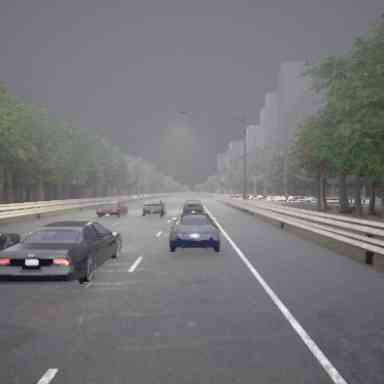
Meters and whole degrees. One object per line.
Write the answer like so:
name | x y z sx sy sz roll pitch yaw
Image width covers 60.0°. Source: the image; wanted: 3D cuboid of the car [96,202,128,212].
car | -6.890 1.547 29.312 1.895 1.301 4.718 0 0 0

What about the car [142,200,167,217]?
car | -3.392 1.433 30.735 2.128 1.511 4.902 0 0 0

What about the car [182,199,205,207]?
car | 0.110 1.445 30.832 1.837 1.490 4.892 0 0 0

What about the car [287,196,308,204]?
car | 21.545 1.538 67.479 2.128 1.511 4.902 0 1 -39

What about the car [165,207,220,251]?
car | 0.104 1.554 14.102 1.994 1.385 4.181 0 0 0

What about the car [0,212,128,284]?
car | -3.401 1.543 9.575 2.033 1.411 5.357 0 0 0
